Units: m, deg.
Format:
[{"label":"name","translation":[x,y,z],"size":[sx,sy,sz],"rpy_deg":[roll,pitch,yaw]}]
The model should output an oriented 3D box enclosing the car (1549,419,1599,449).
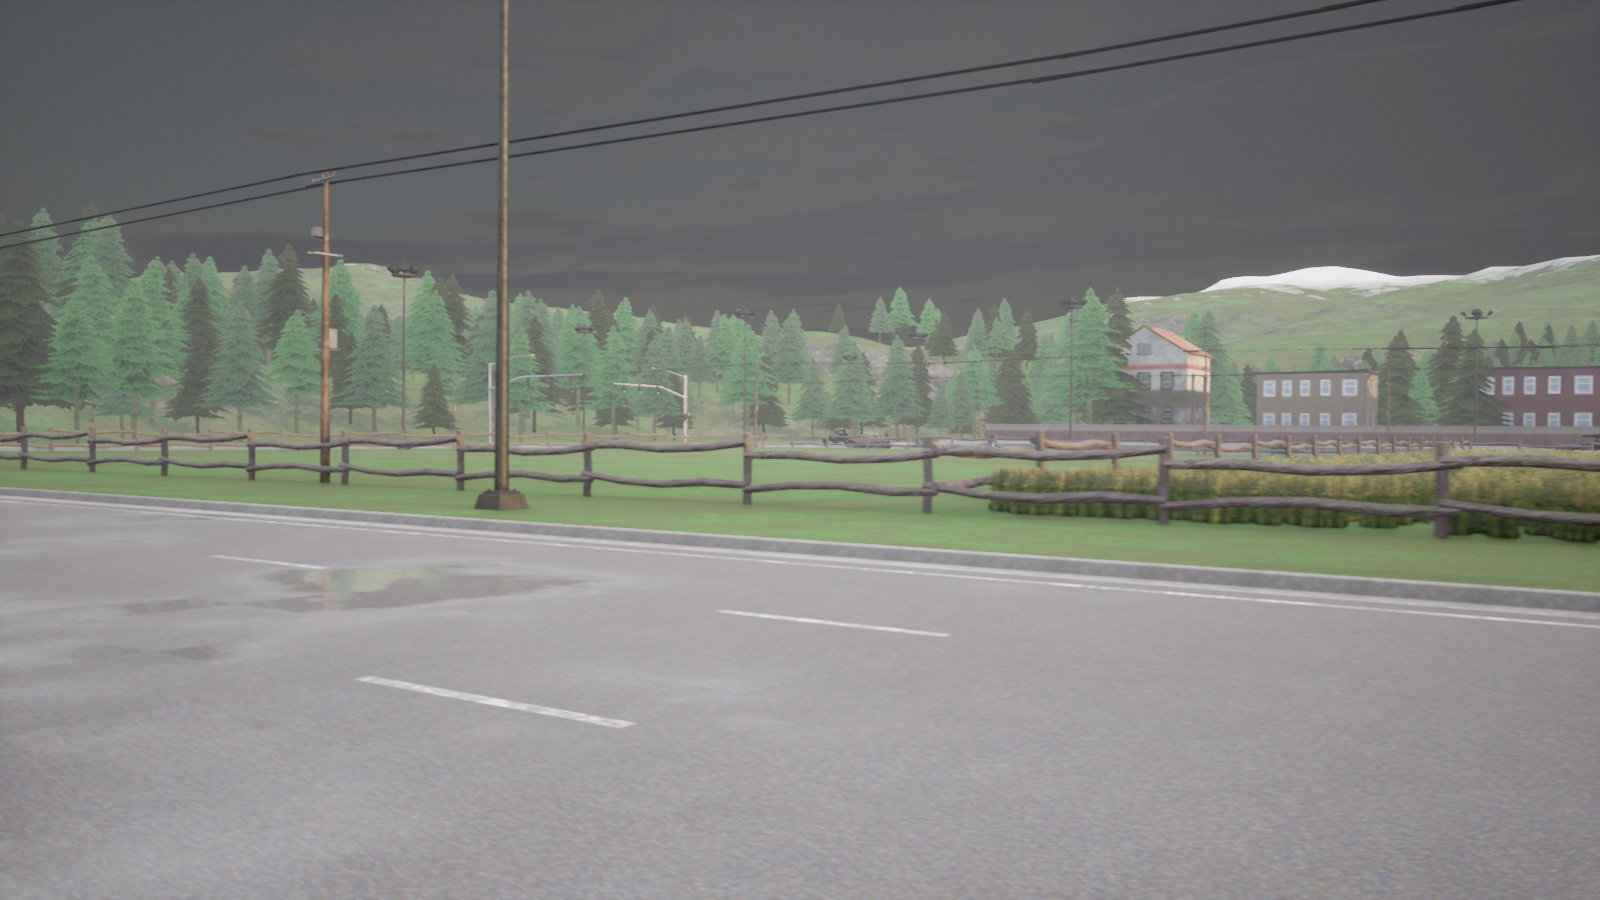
[{"label":"car","translation":[50.974,-1.049,81.580],"size":[3.866,1.878,1.905],"rpy_deg":[0,1,34]}]
